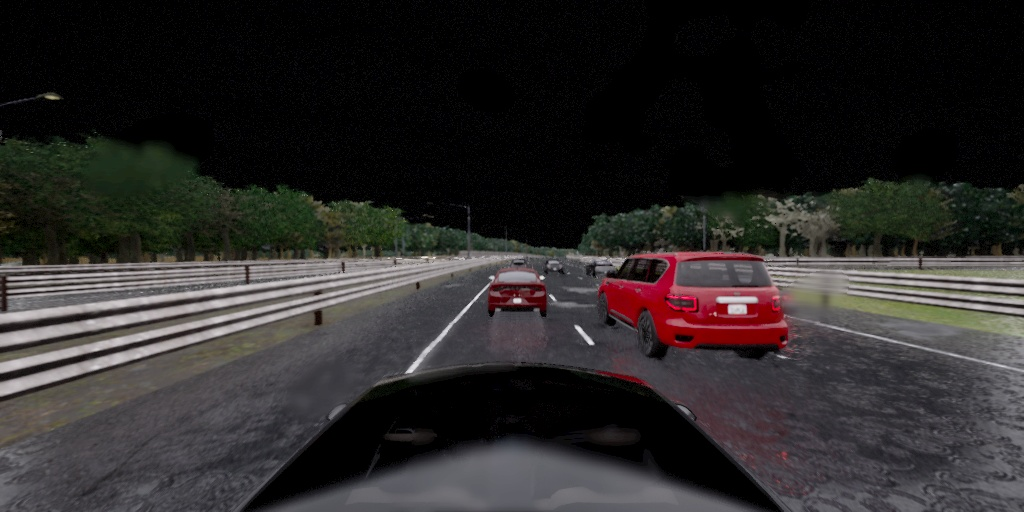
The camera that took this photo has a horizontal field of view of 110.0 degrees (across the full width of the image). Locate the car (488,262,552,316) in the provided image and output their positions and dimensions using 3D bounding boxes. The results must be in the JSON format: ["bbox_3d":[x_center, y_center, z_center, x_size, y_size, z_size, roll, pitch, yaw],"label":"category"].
[{"bbox_3d":[0.188,1.160,13.119,1.882,1.535,5.008,0,0,1],"label":"car"}]

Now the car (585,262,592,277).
[{"bbox_3d":[7.556,1.074,31.071,2.128,1.511,4.902,0,0,2],"label":"car"}]

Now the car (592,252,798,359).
[{"bbox_3d":[3.639,0.933,8.440,2.150,2.045,5.566,0,0,0],"label":"car"}]

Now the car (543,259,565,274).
[{"bbox_3d":[4.240,1.072,36.985,1.812,1.442,4.674,0,0,2],"label":"car"}]

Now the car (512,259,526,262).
[{"bbox_3d":[0.736,1.049,36.911,1.837,1.490,4.892,0,0,2],"label":"car"}]
